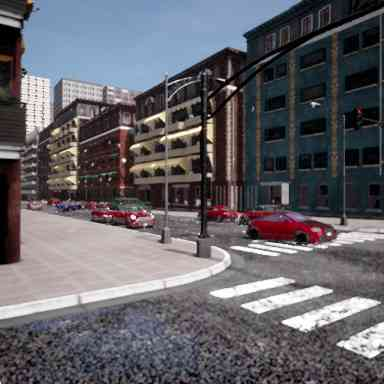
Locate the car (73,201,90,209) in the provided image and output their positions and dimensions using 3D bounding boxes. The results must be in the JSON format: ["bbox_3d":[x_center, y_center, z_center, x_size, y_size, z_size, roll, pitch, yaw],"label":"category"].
[{"bbox_3d":[-20.050,2.340,60.491,1.802,1.307,4.206,-1,0,-35],"label":"car"}]

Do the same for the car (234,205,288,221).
[{"bbox_3d":[5.330,1.653,24.075,1.967,1.590,4.097,-1,0,-35],"label":"car"}]

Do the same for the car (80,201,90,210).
[{"bbox_3d":[-16.878,2.272,55.938,1.802,1.307,4.206,-1,0,-35],"label":"car"}]

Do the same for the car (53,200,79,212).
[{"bbox_3d":[-18.685,2.223,49.240,1.895,1.301,4.718,0,-1,-35],"label":"car"}]

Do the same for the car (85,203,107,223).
[{"bbox_3d":[-7.472,1.912,28.653,1.802,1.307,4.206,-1,0,-35],"label":"car"}]

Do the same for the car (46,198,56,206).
[{"bbox_3d":[-32.741,2.342,78.703,2.192,1.841,5.009,-1,0,-35],"label":"car"}]

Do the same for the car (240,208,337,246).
[{"bbox_3d":[4.697,1.688,16.072,1.994,1.385,4.181,0,-1,-41],"label":"car"}]

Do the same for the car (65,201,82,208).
[{"bbox_3d":[-23.222,2.391,65.044,1.947,1.339,4.313,-1,0,-35],"label":"car"}]

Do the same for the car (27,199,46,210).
[{"bbox_3d":[-26.506,2.178,55.969,1.967,1.590,4.097,-1,0,-35],"label":"car"}]

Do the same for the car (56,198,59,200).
[{"bbox_3d":[-26.394,2.443,69.596,2.008,1.369,4.403,-1,0,-35],"label":"car"}]

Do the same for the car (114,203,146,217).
[{"bbox_3d":[-7.114,1.957,37.629,1.812,1.442,4.674,0,-1,-35],"label":"car"}]

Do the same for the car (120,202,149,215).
[{"bbox_3d":[-7.363,2.052,42.280,1.947,1.339,4.313,-1,0,-35],"label":"car"}]

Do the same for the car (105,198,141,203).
[{"bbox_3d":[-5.730,1.563,30.481,2.150,2.045,5.566,0,-1,-35],"label":"car"}]

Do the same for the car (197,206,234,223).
[{"bbox_3d":[2.156,1.863,28.625,1.802,1.307,4.206,-1,0,-35],"label":"car"}]

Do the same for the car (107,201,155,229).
[{"bbox_3d":[-4.303,1.702,24.101,1.967,1.590,4.097,-1,0,-35],"label":"car"}]
